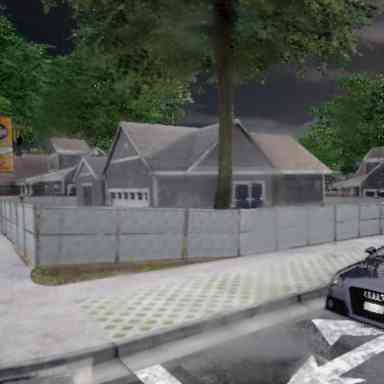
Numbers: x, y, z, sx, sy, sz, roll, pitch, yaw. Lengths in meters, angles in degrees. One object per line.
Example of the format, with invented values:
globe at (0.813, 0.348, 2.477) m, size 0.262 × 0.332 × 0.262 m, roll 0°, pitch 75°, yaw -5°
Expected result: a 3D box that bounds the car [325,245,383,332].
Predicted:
car at (4.348, 1.539, 6.099) m, size 4.181 × 1.385 × 1.994 m, roll 0°, pitch 0°, yaw -35°
